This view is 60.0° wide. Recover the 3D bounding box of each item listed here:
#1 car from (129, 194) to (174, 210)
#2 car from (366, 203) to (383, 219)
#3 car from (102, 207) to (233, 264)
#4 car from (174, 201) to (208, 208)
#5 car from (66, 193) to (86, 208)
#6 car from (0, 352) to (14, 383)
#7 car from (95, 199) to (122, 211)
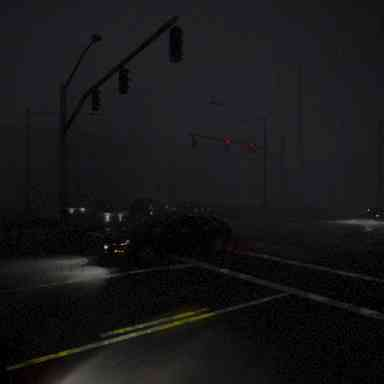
[{"bbox_3d":[-3.989,1.352,30.491,2.097,1.767,4.553,0,0,-36],"label":"car"},{"bbox_3d":[16.395,1.535,27.369,4.718,1.301,1.895,0,0,-34],"label":"car"},{"bbox_3d":[-0.729,1.498,11.932,4.892,1.490,1.837,0,0,-34],"label":"car"},{"bbox_3d":[-0.344,1.547,30.919,2.033,1.411,5.357,0,0,-30],"label":"car"},{"bbox_3d":[-17.468,1.220,49.790,2.150,2.045,5.566,0,0,-27],"label":"car"},{"bbox_3d":[-3.602,1.548,1.239,5.357,1.411,2.033,0,0,-35],"label":"car"},{"bbox_3d":[-9.766,1.526,38.499,1.812,1.442,4.674,0,0,-36],"label":"car"}]
